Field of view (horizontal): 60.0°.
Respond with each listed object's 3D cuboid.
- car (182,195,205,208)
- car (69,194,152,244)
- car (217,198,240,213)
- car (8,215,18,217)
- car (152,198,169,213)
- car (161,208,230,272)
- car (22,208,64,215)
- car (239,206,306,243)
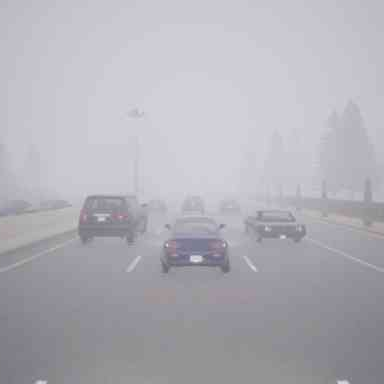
[{"bbox_3d":[0.111,1.085,32.184,2.097,1.767,4.553,0,0,0],"label":"car"},{"bbox_3d":[-3.395,1.094,15.178,2.150,2.045,5.566,0,0,0],"label":"car"},{"bbox_3d":[3.611,1.291,32.890,1.994,1.385,4.181,0,0,0],"label":"car"},{"bbox_3d":[-14.087,1.262,25.847,1.882,1.535,5.008,0,0,0],"label":"car"},{"bbox_3d":[-3.389,1.291,32.852,1.994,1.385,4.181,0,0,0],"label":"car"},{"bbox_3d":[0.090,1.439,10.401,1.812,1.442,4.674,0,0,0],"label":"car"},{"bbox_3d":[-10.588,1.271,24.816,1.882,1.535,5.008,0,0,0],"label":"car"},{"bbox_3d":[3.605,1.472,15.401,1.895,1.301,4.718,0,0,0],"label":"car"}]
